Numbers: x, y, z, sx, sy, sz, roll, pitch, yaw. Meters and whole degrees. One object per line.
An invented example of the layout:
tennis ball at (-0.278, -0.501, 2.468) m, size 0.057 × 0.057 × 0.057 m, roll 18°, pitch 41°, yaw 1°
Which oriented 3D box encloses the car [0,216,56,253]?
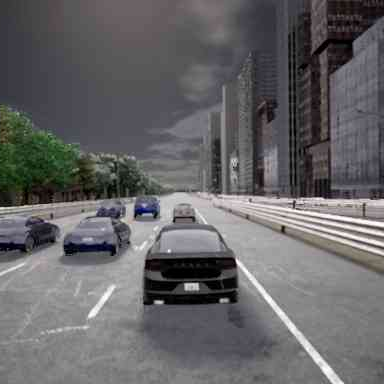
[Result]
car at (-7.261, 1.703, 14.253) m, size 1.994 × 1.385 × 4.181 m, roll -1°, pitch 0°, yaw -2°

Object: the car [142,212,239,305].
car at (-0.080, 1.506, 8.256) m, size 1.882 × 1.535 × 5.008 m, roll -1°, pitch 0°, yaw -2°

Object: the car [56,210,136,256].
car at (-3.745, 1.657, 13.756) m, size 1.994 × 1.385 × 4.181 m, roll -1°, pitch 0°, yaw -2°

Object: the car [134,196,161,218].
car at (-4.307, 1.394, 32.379) m, size 2.150 × 2.045 × 5.566 m, roll -1°, pitch 0°, yaw -2°

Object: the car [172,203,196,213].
car at (-0.662, 1.655, 27.661) m, size 2.033 × 1.411 × 5.357 m, roll -1°, pitch 0°, yaw -2°

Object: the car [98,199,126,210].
car at (-7.821, 1.570, 32.807) m, size 2.097 × 1.767 × 4.553 m, roll -1°, pitch 0°, yaw -2°

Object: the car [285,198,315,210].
car at (14.587, 1.604, 45.134) m, size 2.163 × 1.488 × 4.792 m, roll -1°, pitch 0°, yaw -20°
